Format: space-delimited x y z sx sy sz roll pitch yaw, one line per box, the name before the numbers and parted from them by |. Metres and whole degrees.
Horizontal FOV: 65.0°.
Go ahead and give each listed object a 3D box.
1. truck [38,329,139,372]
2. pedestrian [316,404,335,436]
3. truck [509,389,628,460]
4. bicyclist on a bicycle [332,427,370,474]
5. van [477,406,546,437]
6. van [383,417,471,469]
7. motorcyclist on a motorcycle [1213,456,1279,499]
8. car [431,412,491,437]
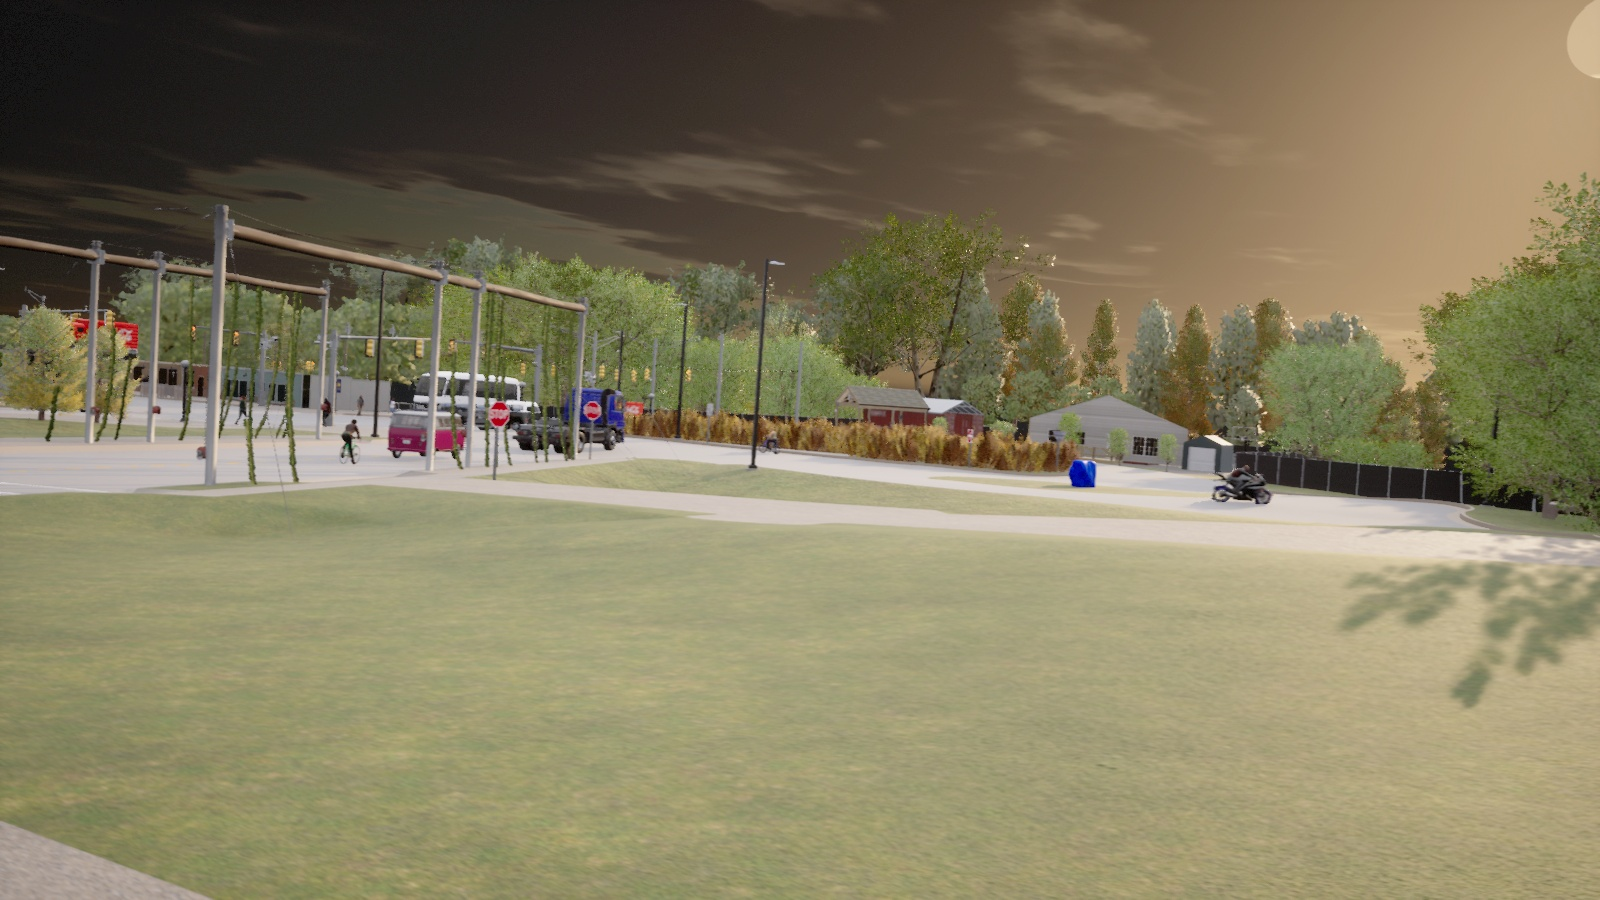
truck | -47.879 -6.659 84.569 2.627 2.467 5.204 7 5 34
pedestrian | -27.834 -1.753 73.670 0.899 1.844 0.634 5 4 39
truck | -12.321 -1.471 67.767 2.891 3.462 7.936 4 4 17
bicyclist on a bicycle | -16.311 0.006 45.614 0.582 1.620 1.656 3 1 6
van | -19.922 -1.988 86.683 4.480 2.038 2.069 3 2 33
van | -15.514 -0.335 52.440 1.775 1.987 4.442 3 2 7
motorcyclist on a motorcycle | 17.065 1.048 48.076 2.191 1.530 0.866 2 1 6
car | -22.697 -1.711 84.101 3.705 1.549 1.789 3 2 32
